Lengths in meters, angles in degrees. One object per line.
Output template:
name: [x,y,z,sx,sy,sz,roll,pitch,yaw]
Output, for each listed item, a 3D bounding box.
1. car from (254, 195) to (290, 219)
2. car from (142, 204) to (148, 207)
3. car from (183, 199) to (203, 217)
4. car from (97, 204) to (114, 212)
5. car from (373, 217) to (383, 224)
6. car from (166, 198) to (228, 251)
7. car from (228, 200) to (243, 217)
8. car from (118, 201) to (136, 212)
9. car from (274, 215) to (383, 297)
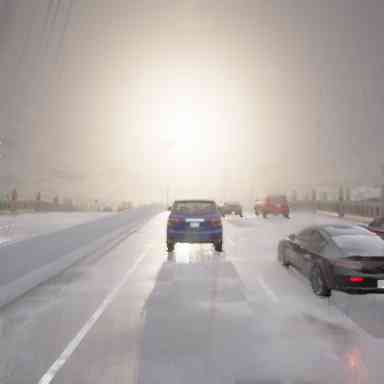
car: [7.093,1.266,29.923,2.150,2.045,5.566,0,0,0]
car: [-7.013,2.708,54.080,2.128,1.511,4.902,0,-6,0]
car: [0.092,1.535,32.535,1.882,1.535,5.008,0,0,0]
car: [-14.013,2.709,54.079,2.128,1.511,4.902,0,-6,0]
car: [7.097,1.494,11.098,1.882,1.535,5.008,0,0,0]
car: [0.096,1.244,14.383,2.150,2.045,5.566,0,0,0]
car: [3.592,1.554,31.324,1.837,1.490,4.892,0,0,0]
car: [-10.513,2.509,54.068,2.150,2.045,5.566,0,-5,0]
car: [3.597,1.538,8.478,1.812,1.442,4.674,0,0,0]
